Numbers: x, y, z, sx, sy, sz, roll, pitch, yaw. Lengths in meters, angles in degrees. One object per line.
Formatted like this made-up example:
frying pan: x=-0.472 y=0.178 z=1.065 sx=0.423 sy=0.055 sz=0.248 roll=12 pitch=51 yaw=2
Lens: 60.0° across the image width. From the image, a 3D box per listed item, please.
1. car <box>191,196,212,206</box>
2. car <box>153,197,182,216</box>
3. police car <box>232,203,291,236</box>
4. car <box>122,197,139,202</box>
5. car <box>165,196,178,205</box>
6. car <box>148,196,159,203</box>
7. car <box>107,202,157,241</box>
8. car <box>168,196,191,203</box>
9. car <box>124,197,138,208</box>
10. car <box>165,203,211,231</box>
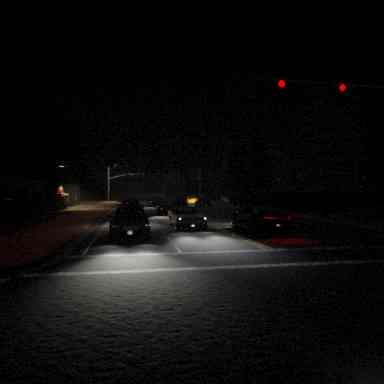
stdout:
car: x=1.641 y=1.601 z=49.981 sx=1.895 sy=1.301 sz=4.718 roll=0 pitch=0 yaw=-10
car: x=-2.490 y=1.526 z=32.770 sx=1.812 sy=1.442 sz=4.674 roll=0 pitch=0 yaw=-10
police car: x=3.731 y=1.425 z=18.826 sx=1.930 sy=1.638 sz=5.238 roll=0 pitch=0 yaw=-10
car: x=-4.980 y=1.354 z=26.907 sx=2.097 sy=1.767 sz=4.553 roll=0 pitch=0 yaw=-10
car: x=-3.691 y=1.505 z=59.412 sx=1.837 sy=1.490 sz=4.892 roll=0 pitch=0 yaw=-10
car: x=-5.485 y=1.351 z=49.530 sx=2.097 sy=1.767 sz=4.553 roll=0 pitch=0 yaw=-10
car: x=-3.115 y=1.492 z=16.738 sx=2.128 sy=1.511 sz=4.902 roll=0 pitch=0 yaw=-11
car: x=-1.870 y=1.352 z=49.743 sx=2.097 sy=1.767 sz=4.553 roll=0 pitch=0 yaw=-10
car: x=-8.865 y=1.506 z=48.539 sx=1.837 sy=1.490 sz=4.892 roll=0 pitch=0 yaw=-10
car: x=-0.343 y=1.601 z=20.989 sx=1.895 sy=1.301 sz=4.718 roll=0 pitch=0 yaw=-10
